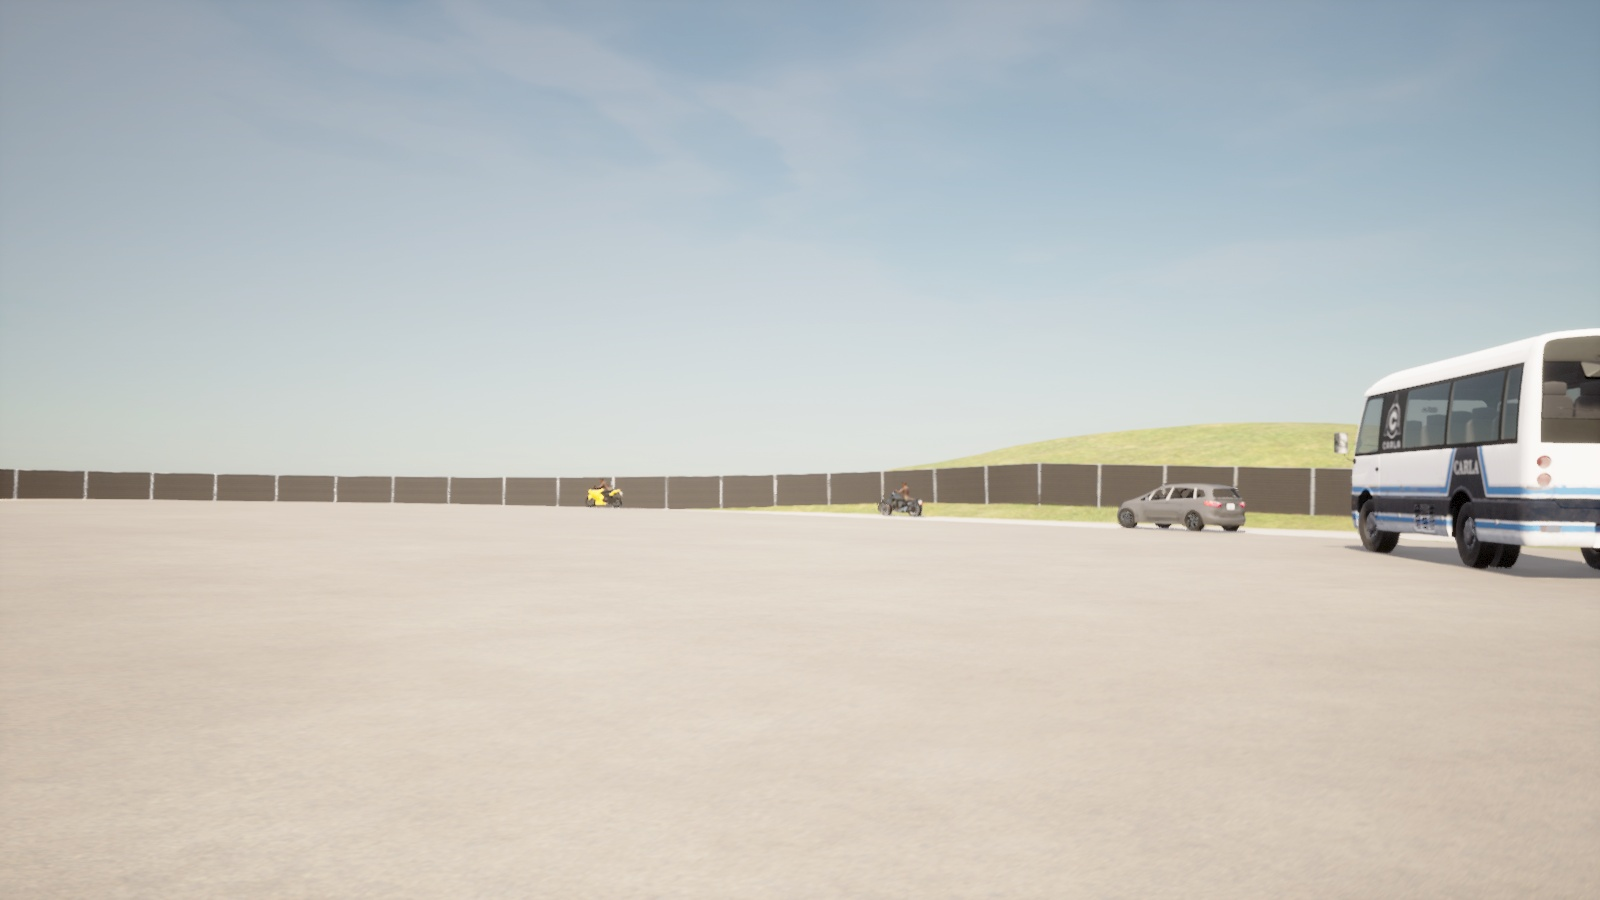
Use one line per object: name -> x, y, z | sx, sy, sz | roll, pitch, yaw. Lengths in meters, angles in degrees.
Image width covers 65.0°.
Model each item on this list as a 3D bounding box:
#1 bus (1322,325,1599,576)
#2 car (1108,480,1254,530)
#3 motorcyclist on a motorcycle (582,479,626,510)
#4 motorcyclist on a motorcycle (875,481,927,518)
bus -> 14.475, 0.163, 26.324 | 3.944, 4.253, 10.273 | 1, -2, 7
car -> 13.525, 1.919, 44.815 | 2.242, 1.667, 4.611 | 2, -2, -34
motorcyclist on a motorcycle -> -9.916, 2.245, 63.488 | 2.044, 1.523, 0.797 | 1, -2, 14
motorcyclist on a motorcycle -> 4.546, 2.231, 56.700 | 2.350, 1.649, 0.766 | -1, -2, 40
